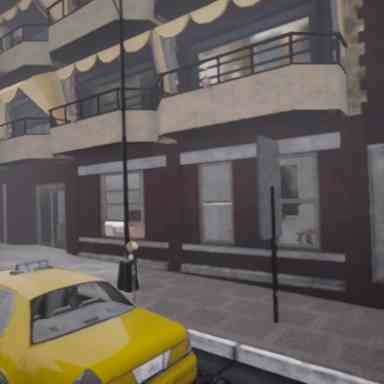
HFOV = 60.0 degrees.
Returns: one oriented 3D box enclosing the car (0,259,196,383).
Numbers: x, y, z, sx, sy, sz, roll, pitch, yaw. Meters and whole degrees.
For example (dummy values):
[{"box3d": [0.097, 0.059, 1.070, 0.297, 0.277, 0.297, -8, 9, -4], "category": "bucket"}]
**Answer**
[{"box3d": [-2.236, 1.565, 4.341, 4.829, 1.417, 1.752, -1, -2, 36], "category": "car"}]
